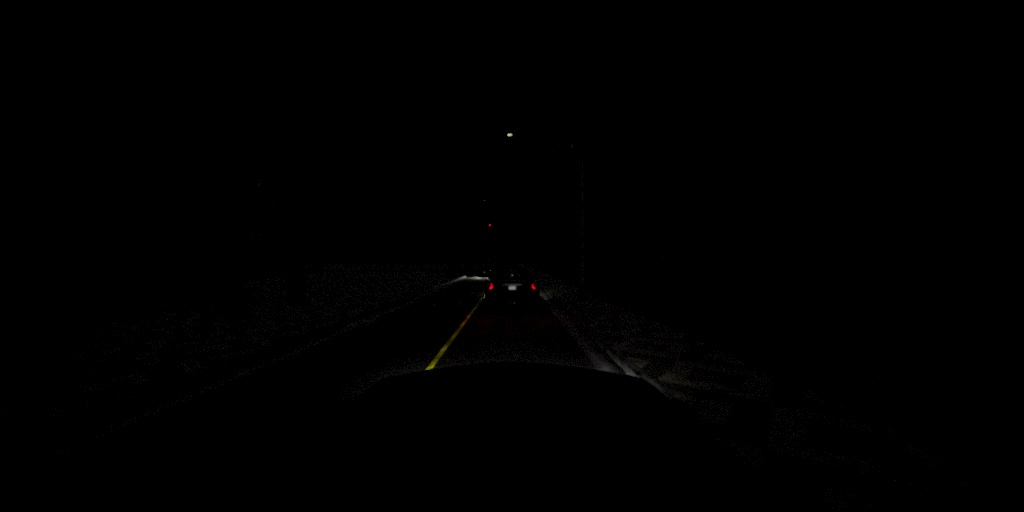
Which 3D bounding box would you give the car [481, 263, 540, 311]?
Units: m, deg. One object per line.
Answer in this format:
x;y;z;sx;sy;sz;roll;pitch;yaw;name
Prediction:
0.035;1.216;15.278;2.097;1.767;4.553;0;-1;1;car

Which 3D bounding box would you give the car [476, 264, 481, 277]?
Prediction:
-2.987;1.582;41.417;1.837;1.490;4.892;0;-1;1;car
